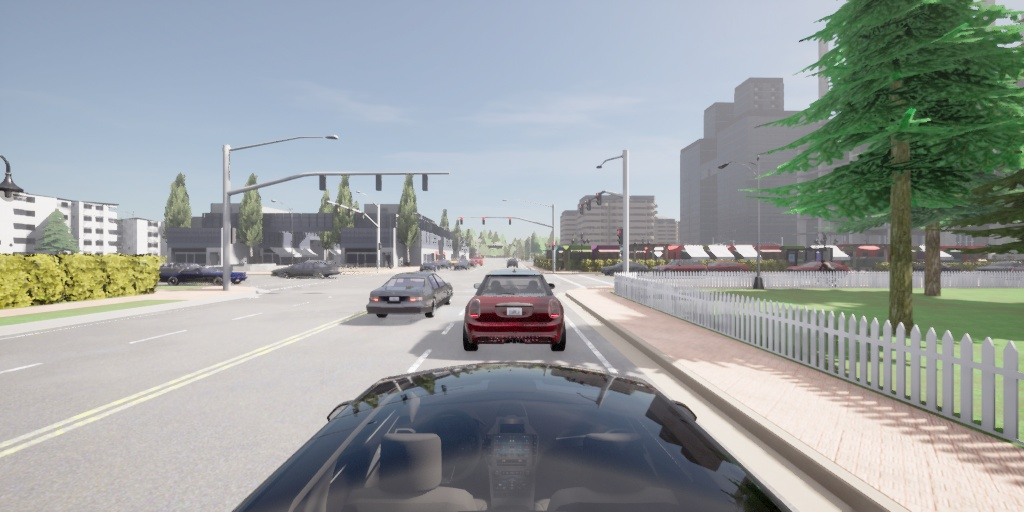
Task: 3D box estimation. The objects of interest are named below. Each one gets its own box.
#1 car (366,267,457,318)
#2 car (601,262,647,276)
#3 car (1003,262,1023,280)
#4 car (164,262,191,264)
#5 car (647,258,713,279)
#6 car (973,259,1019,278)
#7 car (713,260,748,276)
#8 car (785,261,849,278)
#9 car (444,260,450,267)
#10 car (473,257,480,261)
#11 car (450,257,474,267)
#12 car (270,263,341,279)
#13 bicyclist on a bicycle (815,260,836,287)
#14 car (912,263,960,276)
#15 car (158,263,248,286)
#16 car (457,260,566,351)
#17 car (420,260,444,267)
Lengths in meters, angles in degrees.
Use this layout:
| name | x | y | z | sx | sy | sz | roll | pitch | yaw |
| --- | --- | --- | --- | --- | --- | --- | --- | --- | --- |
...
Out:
| name | x | y | z | sx | sy | sz | roll | pitch | yaw |
| --- | --- | --- | --- | --- | --- | --- | --- | --- | --- |
| car | -3.418 | 1.296 | 12.963 | 2.033 | 1.411 | 5.357 | 0 | 0 | 0 |
| car | 11.231 | 1.271 | 35.763 | 4.674 | 1.442 | 1.812 | 0 | 0 | -1 |
| car | 43.879 | 1.310 | 29.433 | 4.181 | 1.385 | 1.994 | 0 | 0 | -3 |
| car | -25.390 | 1.238 | 27.774 | 4.902 | 1.511 | 2.128 | 0 | 0 | -2 |
| car | 15.079 | 1.097 | 32.376 | 4.553 | 1.767 | 2.097 | 0 | 0 | -1 |
| car | 45.719 | 1.253 | 33.070 | 4.892 | 1.490 | 1.837 | 1 | 0 | -1 |
| car | 20.911 | 1.223 | 36.025 | 5.008 | 1.535 | 1.882 | 0 | 0 | -1 |
| car | 27.737 | 1.223 | 32.693 | 5.008 | 1.535 | 1.882 | 0 | 0 | -2 |
| car | -10.596 | 1.289 | 56.165 | 2.033 | 1.411 | 5.357 | 0 | 0 | 0 |
| car | -7.079 | 1.342 | 61.025 | 1.895 | 1.301 | 4.718 | 0 | 0 | 0 |
| car | -7.094 | 1.290 | 51.442 | 2.033 | 1.411 | 5.357 | 0 | 0 | 0 |
| car | -18.151 | 1.293 | 31.728 | 5.357 | 1.411 | 2.033 | 0 | 0 | -3 |
| bicyclist on a bicycle | 18.791 | 1.049 | 21.483 | 0.582 | 1.620 | 1.656 | 0 | 0 | -1 |
| car | 42.266 | 1.346 | 36.515 | 4.718 | 1.301 | 1.895 | 0 | 0 | -1 |
| car | -20.881 | 1.348 | 24.378 | 4.718 | 1.301 | 1.895 | 0 | 0 | -1 |
| car | 0.064 | 1.101 | 9.128 | 2.097 | 1.767 | 4.553 | 0 | 0 | 0 |
| car | -10.624 | 1.307 | 46.922 | 1.994 | 1.385 | 4.181 | 0 | 0 | 1 |
